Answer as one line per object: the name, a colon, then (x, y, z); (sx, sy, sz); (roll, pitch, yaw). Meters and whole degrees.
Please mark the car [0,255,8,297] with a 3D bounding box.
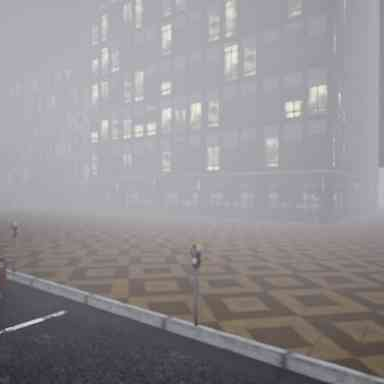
car: (-5.541, 1.470, 6.829); (4.507, 1.381, 1.887); (1, 0, 35)
